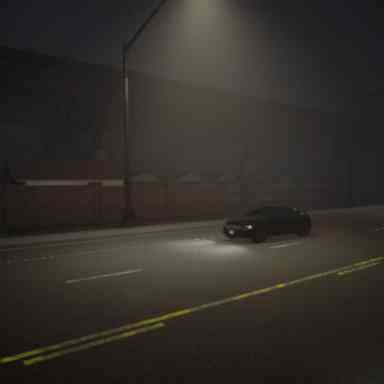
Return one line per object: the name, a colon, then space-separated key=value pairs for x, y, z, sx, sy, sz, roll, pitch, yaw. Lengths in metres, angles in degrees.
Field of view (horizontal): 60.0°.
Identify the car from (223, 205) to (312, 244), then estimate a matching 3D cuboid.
car: x=3.527 y=1.339 z=15.032 sx=4.674 sy=1.442 sz=1.812 roll=-1 pitch=1 yaw=-35
